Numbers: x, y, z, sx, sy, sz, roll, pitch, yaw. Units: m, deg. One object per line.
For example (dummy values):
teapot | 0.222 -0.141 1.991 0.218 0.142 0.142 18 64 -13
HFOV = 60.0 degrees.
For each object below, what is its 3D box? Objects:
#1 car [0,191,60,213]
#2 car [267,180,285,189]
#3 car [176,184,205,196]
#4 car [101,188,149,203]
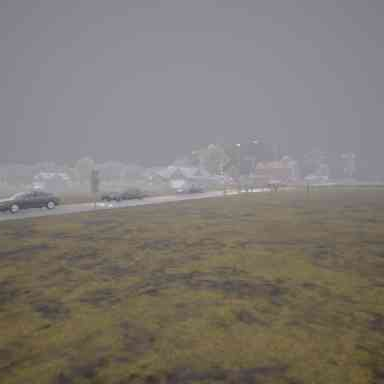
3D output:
car | -12.936 0.722 26.244 1.837 1.490 4.892 1 3 36
car | 15.156 -1.342 59.844 1.882 1.535 5.008 1 3 36
car | -0.142 -0.352 43.805 2.128 1.511 4.902 1 3 36
car | -6.869 0.257 34.576 2.033 1.411 5.357 1 3 36
